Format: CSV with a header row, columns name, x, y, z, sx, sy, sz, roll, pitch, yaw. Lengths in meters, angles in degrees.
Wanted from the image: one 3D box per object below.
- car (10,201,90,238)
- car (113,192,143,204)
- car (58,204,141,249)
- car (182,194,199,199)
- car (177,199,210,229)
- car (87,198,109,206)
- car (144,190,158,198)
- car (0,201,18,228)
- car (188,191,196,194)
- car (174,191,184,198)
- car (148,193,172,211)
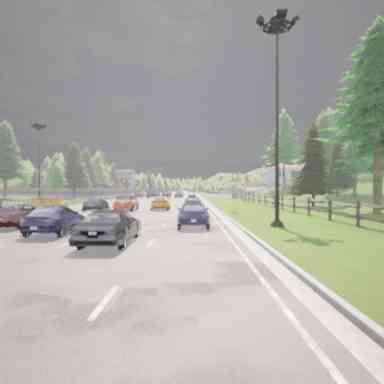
name,x,y,z,sx,sy,sz,roll,pitch,yaw
car,-6.911,1.400,16.812,1.812,1.442,4.674,0,0,0
car,-6.893,1.091,35.161,2.097,1.767,4.553,0,0,0
car,-3.397,1.444,13.860,2.033,1.411,5.357,0,0,0
car,0.094,1.255,36.495,1.812,1.442,4.674,0,0,0
car,0.089,1.375,20.251,1.812,1.442,4.674,0,0,0
car,-10.393,1.295,36.160,1.994,1.385,4.181,0,0,0
car,-10.484,0.574,86.772,2.150,2.045,5.566,0,0,0
car,-10.396,1.415,20.004,1.994,1.385,4.181,0,0,0
car,0.016,0.942,87.189,1.895,1.301,4.718,0,0,0
car,-3.484,0.702,87.128,2.097,1.767,4.553,0,0,0
car,-3.391,1.203,37.015,1.882,1.535,5.008,0,0,0
